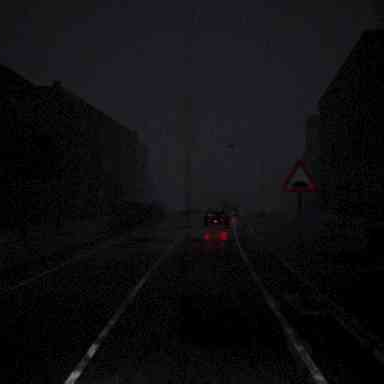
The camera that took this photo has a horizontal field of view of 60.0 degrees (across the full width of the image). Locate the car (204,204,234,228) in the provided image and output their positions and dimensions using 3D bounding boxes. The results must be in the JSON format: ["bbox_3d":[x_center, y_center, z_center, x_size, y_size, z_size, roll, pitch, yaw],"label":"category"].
[{"bbox_3d":[1.996,1.911,25.932,2.128,1.511,4.902,0,-1,8],"label":"car"}]

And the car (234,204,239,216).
[{"bbox_3d":[4.973,2.269,42.711,2.128,1.511,4.902,-1,-1,11],"label":"car"}]
